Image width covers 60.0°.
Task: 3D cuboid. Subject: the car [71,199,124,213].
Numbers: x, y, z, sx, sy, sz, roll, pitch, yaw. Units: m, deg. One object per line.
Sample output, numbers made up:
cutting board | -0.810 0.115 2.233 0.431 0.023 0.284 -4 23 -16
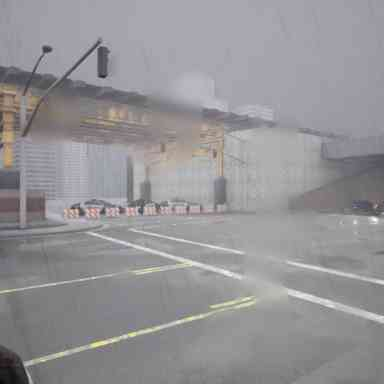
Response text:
car | -9.046 1.295 32.085 4.536 1.218 1.853 0 0 8

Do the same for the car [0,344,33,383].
car | -3.331 1.492 1.395 4.902 1.511 2.128 0 0 -35

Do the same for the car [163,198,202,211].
car | -1.403 1.295 38.530 4.536 1.218 1.853 0 0 -7

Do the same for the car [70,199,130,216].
car | -8.995 1.453 32.078 4.974 1.542 2.038 0 0 8

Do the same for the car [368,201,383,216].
car | 18.967 1.352 31.332 4.553 1.767 2.097 0 0 -37

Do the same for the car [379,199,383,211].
car | 24.838 1.547 40.149 5.357 1.411 2.033 0 0 -37

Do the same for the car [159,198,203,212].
car | -1.351 1.453 38.536 4.974 1.542 2.038 0 0 -7

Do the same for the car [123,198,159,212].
car | -5.239 1.295 34.819 1.853 1.218 4.536 0 0 18

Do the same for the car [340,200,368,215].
car | 17.188 1.526 34.377 4.674 1.442 1.812 0 0 -37

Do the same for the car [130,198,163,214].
car | -5.255 1.453 34.770 2.038 1.542 4.974 0 0 18
